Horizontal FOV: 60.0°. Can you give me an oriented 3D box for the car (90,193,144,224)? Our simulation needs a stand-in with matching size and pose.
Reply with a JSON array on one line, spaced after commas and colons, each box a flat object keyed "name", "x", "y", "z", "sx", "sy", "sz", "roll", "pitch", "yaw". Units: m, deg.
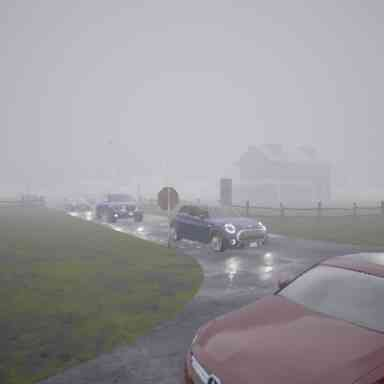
[{"name": "car", "x": -5.358, "y": 1.067, "z": 23.928, "sx": 2.150, "sy": 2.045, "sz": 5.566, "roll": 0, "pitch": 0, "yaw": -31}]

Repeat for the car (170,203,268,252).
[{"name": "car", "x": 0.965, "y": 1.277, "z": 13.724, "sx": 2.097, "sy": 1.767, "sz": 4.553, "roll": 0, "pitch": 0, "yaw": -34}]

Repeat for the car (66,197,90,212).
[{"name": "car", "x": -12.128, "y": 1.277, "z": 35.349, "sx": 1.812, "sy": 1.442, "sz": 4.674, "roll": 0, "pitch": 0, "yaw": -31}]

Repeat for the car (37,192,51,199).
[{"name": "car", "x": -35.145, "y": 0.895, "z": 79.681, "sx": 2.128, "sy": 1.511, "sz": 4.902, "roll": 0, "pitch": 0, "yaw": -31}]

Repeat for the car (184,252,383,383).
[{"name": "car", "x": 2.146, "y": 1.525, "z": 3.913, "sx": 4.674, "sy": 1.442, "sz": 1.812, "roll": 0, "pitch": 0, "yaw": -31}]
